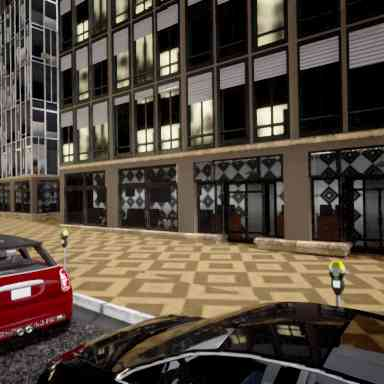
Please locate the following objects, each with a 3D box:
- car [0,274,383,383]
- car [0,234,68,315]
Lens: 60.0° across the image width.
[{"bbox_3d":[0.642,1.566,2.454,4.313,1.339,1.947,0,-1,36],"label":"car"},{"bbox_3d":[-3.933,1.441,5.833,4.097,1.590,1.967,0,-1,37],"label":"car"}]
